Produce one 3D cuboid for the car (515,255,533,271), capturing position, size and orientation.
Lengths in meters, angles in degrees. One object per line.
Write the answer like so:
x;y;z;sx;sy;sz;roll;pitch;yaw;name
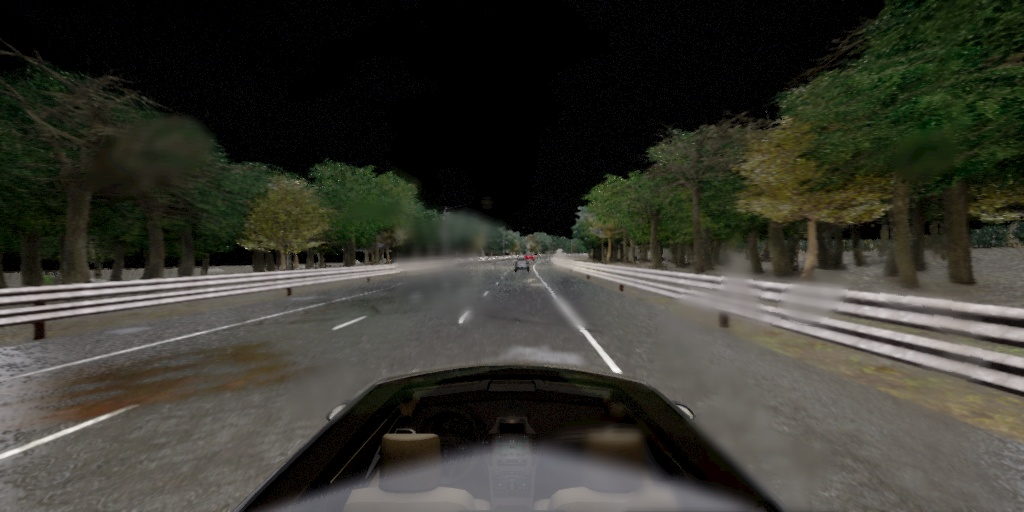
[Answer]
1.376;1.145;48.026;2.033;1.649;4.856;-1;1;2;car
